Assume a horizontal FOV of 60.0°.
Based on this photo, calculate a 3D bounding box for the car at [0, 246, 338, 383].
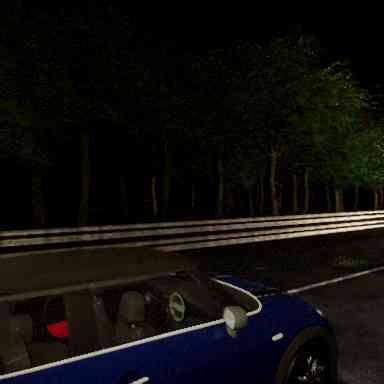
[{"bbox_3d":[-0.552,1.363,3.354,4.553,1.767,2.097,1,0,-36],"label":"car"}]
